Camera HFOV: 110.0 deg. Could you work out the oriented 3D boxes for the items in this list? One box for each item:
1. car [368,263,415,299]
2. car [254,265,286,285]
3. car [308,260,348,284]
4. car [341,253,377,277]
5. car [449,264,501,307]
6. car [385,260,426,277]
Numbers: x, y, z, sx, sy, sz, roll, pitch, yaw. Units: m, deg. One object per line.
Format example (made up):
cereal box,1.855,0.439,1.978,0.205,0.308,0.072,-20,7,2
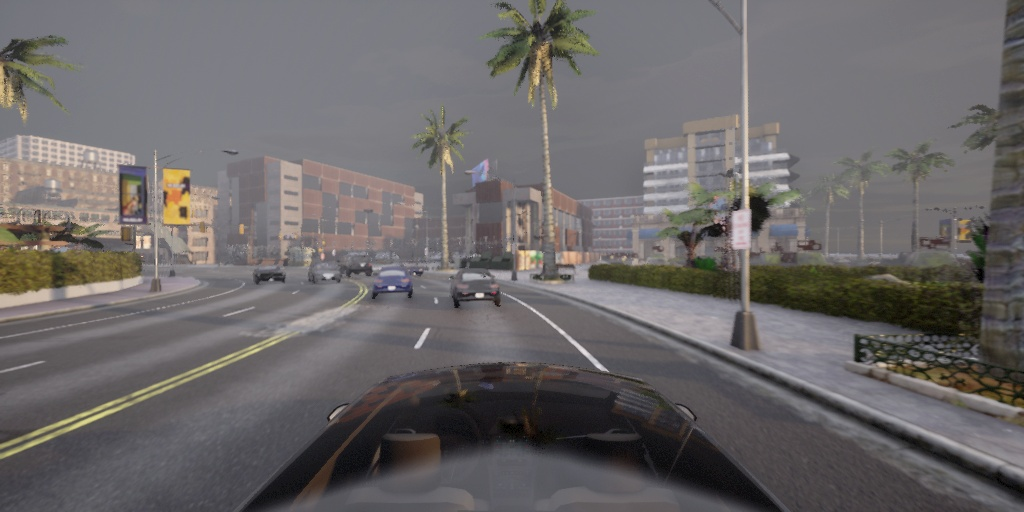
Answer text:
car,-6.023,1.263,18.236,1.812,1.442,4.674,0,0,-16
car,-18.192,1.378,26.919,1.895,1.301,4.718,0,0,-37
car,-14.160,1.247,27.083,2.128,1.511,4.902,0,0,-34
car,-15.514,0.963,34.920,2.150,2.045,5.566,0,0,-42
car,-1.623,1.249,15.204,1.812,1.442,4.674,0,0,-11
car,-10.072,1.317,33.798,1.895,1.301,4.718,-1,0,-36
